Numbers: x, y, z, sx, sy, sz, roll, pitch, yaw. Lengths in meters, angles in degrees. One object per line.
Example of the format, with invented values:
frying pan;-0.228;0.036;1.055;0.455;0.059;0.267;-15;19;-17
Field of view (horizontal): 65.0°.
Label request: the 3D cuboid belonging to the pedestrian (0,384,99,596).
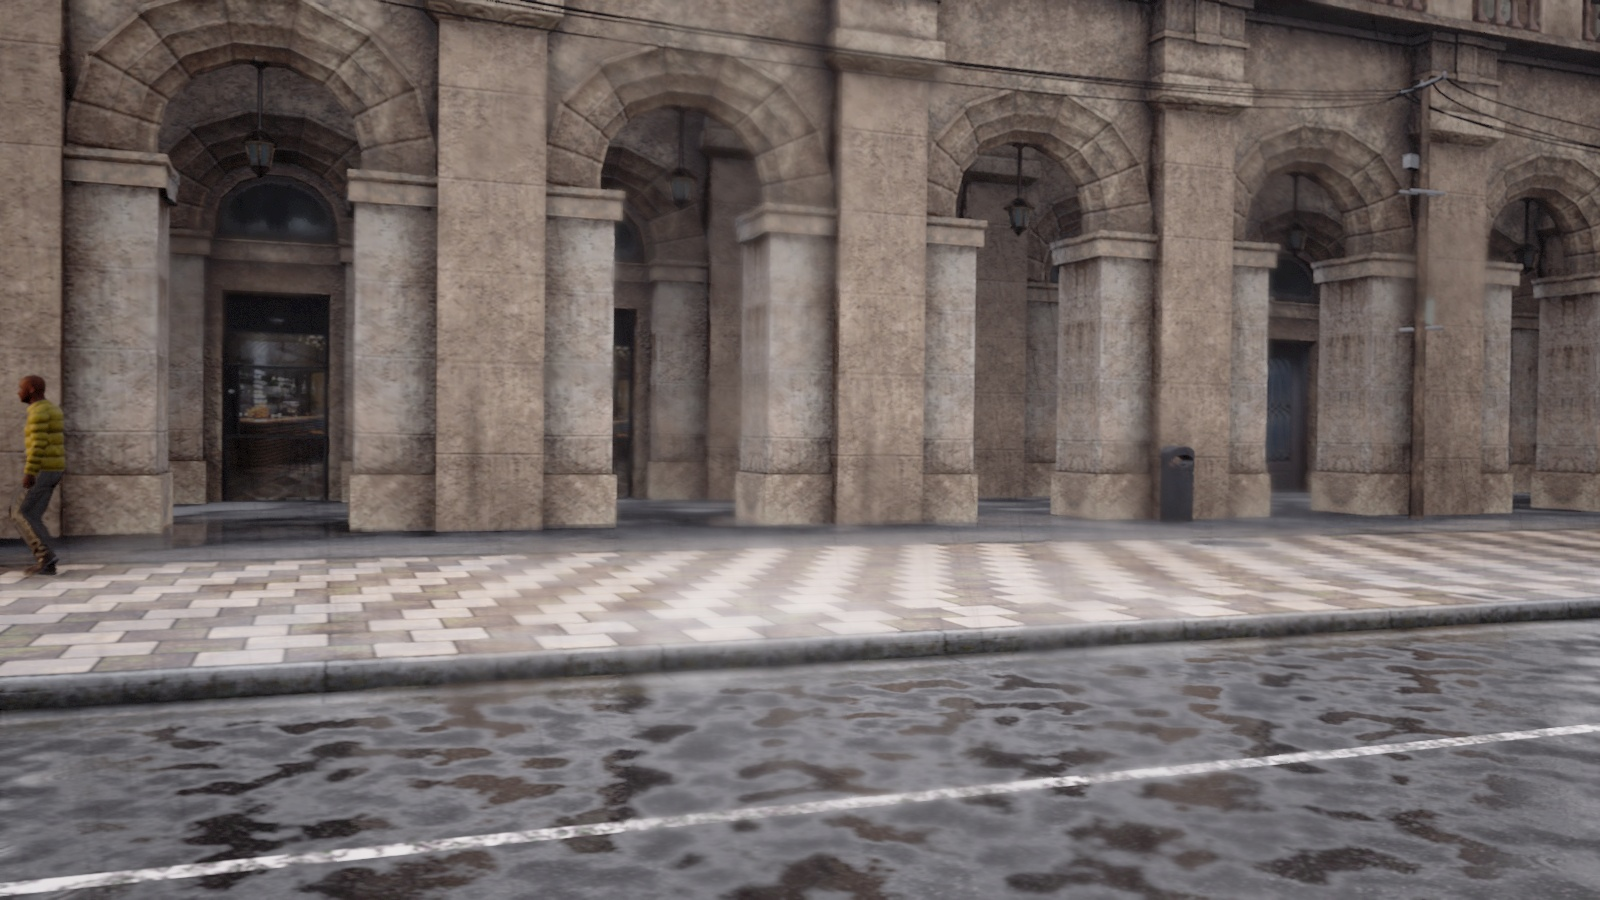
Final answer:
pedestrian;-6.692;0.342;11.139;0.726;1.835;0.370;-1;1;-13
